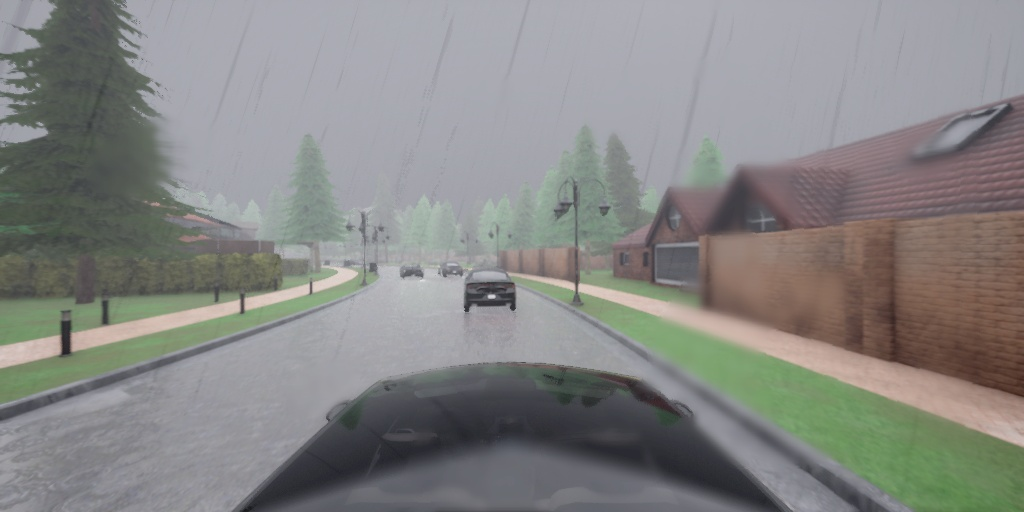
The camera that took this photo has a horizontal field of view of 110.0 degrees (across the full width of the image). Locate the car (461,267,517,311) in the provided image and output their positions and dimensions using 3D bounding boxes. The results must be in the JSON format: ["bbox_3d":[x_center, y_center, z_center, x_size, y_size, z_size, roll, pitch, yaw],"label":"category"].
[{"bbox_3d":[-1.006,1.209,14.514,1.882,1.535,5.008,0,0,-8],"label":"car"}]

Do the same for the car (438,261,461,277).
[{"bbox_3d":[-5.892,1.242,34.381,1.812,1.442,4.674,0,0,-19],"label":"car"}]

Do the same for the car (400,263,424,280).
[{"bbox_3d":[-8.922,1.333,31.990,1.895,1.301,4.718,0,0,-19],"label":"car"}]
